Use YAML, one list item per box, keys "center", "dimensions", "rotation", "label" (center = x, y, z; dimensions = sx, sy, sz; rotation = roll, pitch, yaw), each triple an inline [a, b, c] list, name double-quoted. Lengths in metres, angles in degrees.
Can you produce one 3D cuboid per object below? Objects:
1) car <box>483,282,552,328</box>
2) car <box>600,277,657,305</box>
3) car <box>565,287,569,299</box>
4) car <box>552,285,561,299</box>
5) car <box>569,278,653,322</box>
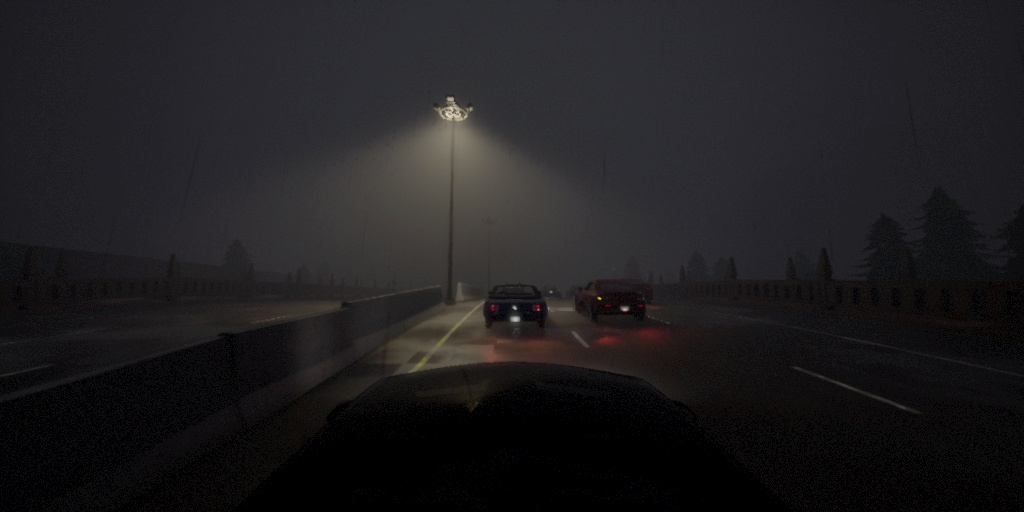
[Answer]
- center: [0.101, 1.626, 12.529]
  dimensions: [1.895, 1.301, 4.718]
  rotation: [0, -3, 0]
  label: "car"
- center: [7.102, 2.142, 22.438]
  dimensions: [1.882, 1.535, 5.008]
  rotation: [0, -5, 0]
  label: "car"
- center: [7.102, 4.024, 40.094]
  dimensions: [1.837, 1.490, 4.892]
  rotation: [0, -6, 0]
  label: "car"
- center: [3.602, 3.507, 34.890]
  dimensions: [1.994, 1.385, 4.181]
  rotation: [0, -6, 0]
  label: "car"
- center: [3.601, 1.609, 13.737]
  dimensions: [1.812, 1.442, 4.674]
  rotation: [0, -3, 0]
  label: "car"
